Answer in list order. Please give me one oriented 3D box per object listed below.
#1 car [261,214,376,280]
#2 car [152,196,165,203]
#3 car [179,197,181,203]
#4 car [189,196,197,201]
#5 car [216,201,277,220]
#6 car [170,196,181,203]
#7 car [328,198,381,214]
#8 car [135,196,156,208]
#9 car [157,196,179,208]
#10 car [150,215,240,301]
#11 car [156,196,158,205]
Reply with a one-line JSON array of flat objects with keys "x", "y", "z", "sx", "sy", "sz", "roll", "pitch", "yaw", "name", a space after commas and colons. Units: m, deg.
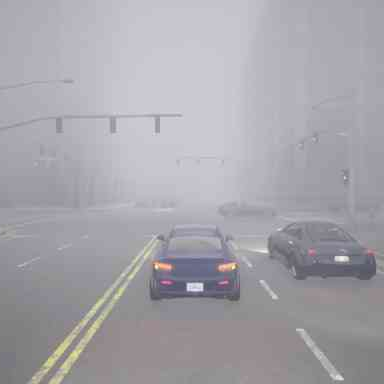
[{"x": 3.590, "y": 1.564, "z": 9.950, "sx": 1.994, "sy": 1.385, "sz": 4.181, "roll": 0, "pitch": 0, "yaw": 0, "name": "car"}, {"x": -6.875, "y": 1.547, "z": 68.588, "sx": 2.033, "sy": 1.411, "sz": 5.357, "roll": 0, "pitch": 0, "yaw": 0, "name": "car"}, {"x": -3.464, "y": 1.478, "z": 59.205, "sx": 1.882, "sy": 1.535, "sz": 5.008, "roll": 0, "pitch": 0, "yaw": 0, "name": "car"}, {"x": 0.155, "y": 1.553, "z": 82.288, "sx": 1.994, "sy": 1.385, "sz": 4.181, "roll": 0, "pitch": 0, "yaw": 0, "name": "car"}, {"x": 4.442, "y": 1.459, "z": 27.186, "sx": 4.902, "sy": 1.511, "sz": 2.128, "roll": 0, "pitch": 0, "yaw": -1, "name": "car"}, {"x": -3.370, "y": 1.564, "z": 69.208, "sx": 1.994, "sy": 1.385, "sz": 4.181, "roll": 0, "pitch": 0, "yaw": 0, "name": "car"}, {"x": 16.770, "y": 1.422, "z": 34.460, "sx": 5.008, "sy": 1.535, "sz": 1.882, "roll": 0, "pitch": 0, "yaw": 0, "name": "car"}, {"x": -7.007, "y": 1.547, "z": 48.407, "sx": 2.033, "sy": 1.411, "sz": 5.357, "roll": 0, "pitch": 0, "yaw": 0, "name": "car"}, {"x": -3.502, "y": 1.492, "z": 49.614, "sx": 2.128, "sy": 1.511, "sz": 4.902, "roll": 0, "pitch": 0, "yaw": 0, "name": "car"}, {"x": 0.075, "y": 1.526, "z": 8.213, "sx": 1.812, "sy": 1.442, "sz": 4.674, "roll": 0, "pitch": 0, "yaw": 1, "name": "car"}, {"x": -6.972, "y": 1.505, "z": 58.140, "sx": 1.837, "sy": 1.490, "sz": 4.892, "roll": 0, "pitch": 0, "yaw": 0, "name": "car"}]
